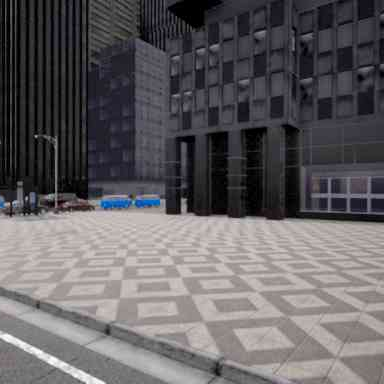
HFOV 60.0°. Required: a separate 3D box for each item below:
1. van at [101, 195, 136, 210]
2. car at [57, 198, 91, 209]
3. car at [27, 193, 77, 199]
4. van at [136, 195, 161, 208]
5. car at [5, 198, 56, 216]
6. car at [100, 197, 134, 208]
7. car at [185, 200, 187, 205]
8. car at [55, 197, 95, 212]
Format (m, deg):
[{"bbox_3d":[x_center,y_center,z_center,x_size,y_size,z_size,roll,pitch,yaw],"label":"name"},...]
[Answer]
[{"bbox_3d":[-9.336,1.319,41.135,1.690,1.788,3.998,0,0,35],"label":"van"},{"bbox_3d":[-16.281,1.533,46.081,1.802,1.307,4.206,0,0,35],"label":"car"},{"bbox_3d":[-16.673,1.183,40.934,2.150,2.045,5.566,0,0,35],"label":"car"},{"bbox_3d":[-6.042,1.317,45.759,1.690,1.788,3.998,0,0,35],"label":"van"},{"bbox_3d":[-15.925,1.536,31.887,2.008,1.369,4.403,0,0,35],"label":"car"},{"bbox_3d":[-10.981,1.462,48.912,1.837,1.490,4.892,0,0,36],"label":"car"},{"bbox_3d":[0.545,1.556,55.008,1.802,1.307,4.206,0,0,35],"label":"car"},{"bbox_3d":[-12.631,1.564,36.511,1.802,1.307,4.206,0,0,35],"label":"car"}]
